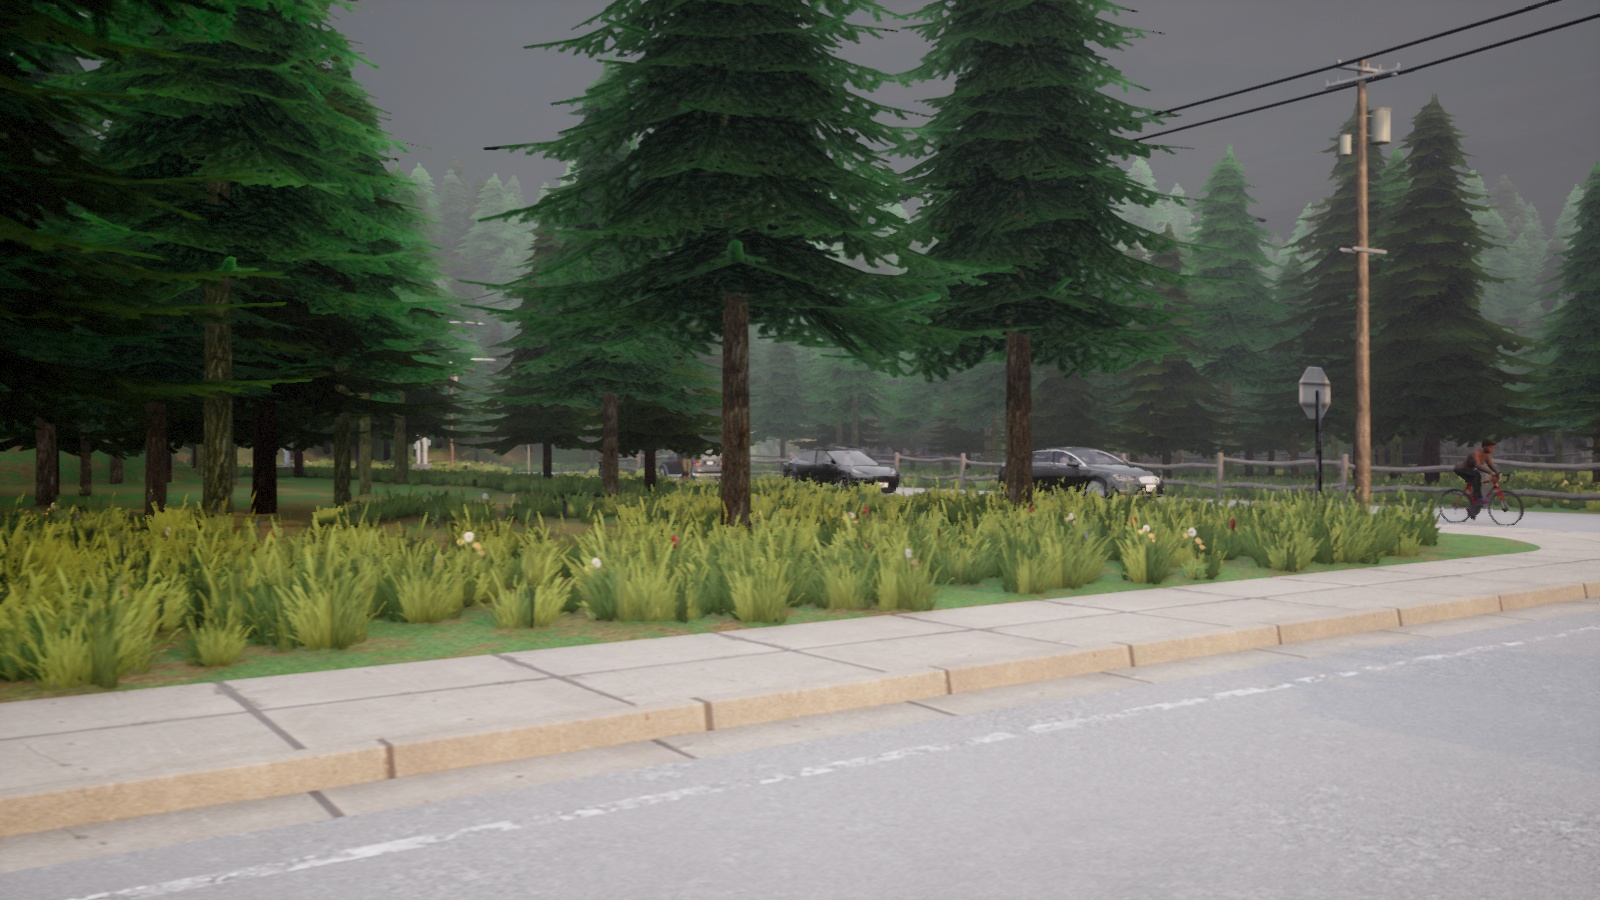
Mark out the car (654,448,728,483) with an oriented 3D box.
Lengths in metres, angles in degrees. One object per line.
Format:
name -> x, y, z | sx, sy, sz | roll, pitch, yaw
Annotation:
car -> -5.014, 0.700, 57.374 | 1.789, 1.549, 3.705 | 0, 0, -34

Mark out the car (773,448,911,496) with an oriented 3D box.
car -> 1.309, 0.688, 41.575 | 2.163, 1.488, 4.792 | 0, 0, -34

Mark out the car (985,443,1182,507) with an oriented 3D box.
car -> 7.247, 0.605, 32.626 | 2.128, 1.511, 4.902 | 0, 0, -33

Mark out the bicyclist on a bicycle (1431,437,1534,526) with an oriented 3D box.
bicyclist on a bicycle -> 12.858, 0.570, 23.701 | 0.582, 1.620, 1.656 | -1, 1, -30

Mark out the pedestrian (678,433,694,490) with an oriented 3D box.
pedestrian -> -3.736, 0.384, 41.021 | 0.370, 1.835, 0.726 | 0, 0, -17

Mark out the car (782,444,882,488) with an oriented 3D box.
car -> 1.180, 0.585, 48.070 | 1.851, 1.617, 3.988 | 0, 0, -34
